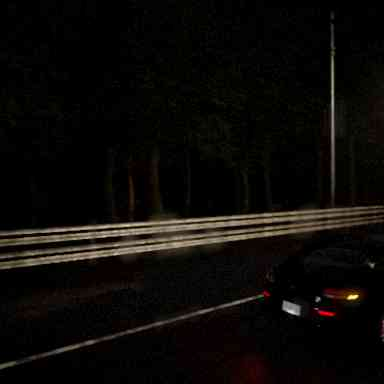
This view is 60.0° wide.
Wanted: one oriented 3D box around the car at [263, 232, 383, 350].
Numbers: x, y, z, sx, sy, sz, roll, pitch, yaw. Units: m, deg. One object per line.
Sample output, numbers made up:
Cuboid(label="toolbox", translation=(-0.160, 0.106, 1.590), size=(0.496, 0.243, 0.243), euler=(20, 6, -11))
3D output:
Cuboid(label="car", translation=(3.293, 1.479, 6.101), size=(4.674, 1.442, 1.812), euler=(-1, 0, -35))
